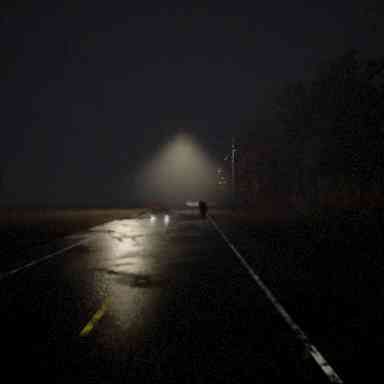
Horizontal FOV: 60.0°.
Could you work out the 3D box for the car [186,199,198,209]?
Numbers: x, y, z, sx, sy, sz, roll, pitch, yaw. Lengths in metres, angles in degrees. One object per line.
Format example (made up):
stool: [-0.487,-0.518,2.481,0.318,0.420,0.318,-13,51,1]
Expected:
car: [0.083,2.127,56.216,1.895,1.301,4.718,0,-1,0]

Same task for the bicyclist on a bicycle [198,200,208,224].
bicyclist on a bicycle: [0.956,1.614,25.910,0.659,1.776,1.843,0,0,0]

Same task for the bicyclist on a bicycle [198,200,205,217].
bicyclist on a bicycle: [0.955,1.698,34.909,0.659,1.776,1.843,0,0,0]

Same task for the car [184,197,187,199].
car: [-0.017,2.216,73.813,2.128,1.511,4.902,0,-1,0]

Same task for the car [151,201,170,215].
car: [-3.602,1.840,38.638,1.882,1.535,5.008,0,-1,0]
